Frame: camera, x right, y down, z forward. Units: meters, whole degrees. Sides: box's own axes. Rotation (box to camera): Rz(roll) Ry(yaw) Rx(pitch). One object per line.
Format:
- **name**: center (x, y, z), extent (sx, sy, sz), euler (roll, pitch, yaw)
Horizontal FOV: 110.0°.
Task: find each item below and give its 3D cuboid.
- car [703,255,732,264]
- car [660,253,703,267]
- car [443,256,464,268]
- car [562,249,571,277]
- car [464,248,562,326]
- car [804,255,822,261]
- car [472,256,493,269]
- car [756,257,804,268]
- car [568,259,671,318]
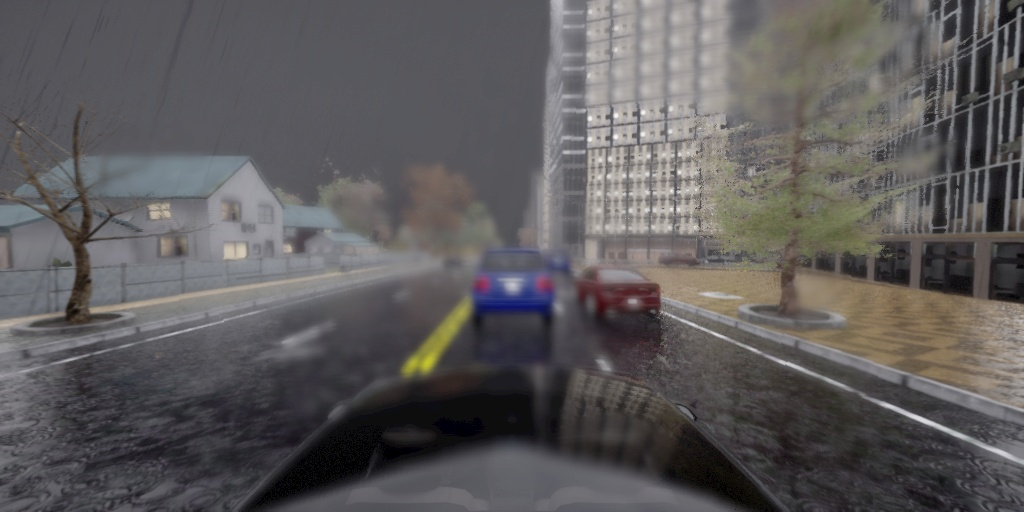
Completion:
- **car**: center (31.075, 0.538, 54.863), extent (4.403, 1.370, 2.007), euler (0, 0, 20)
- **car**: center (23.039, 0.556, 49.423), extent (5.009, 1.841, 2.192), euler (0, 0, 20)
- **car**: center (-6.540, 0.662, 40.706), extent (1.895, 1.301, 4.718), euler (0, 1, 0)
- **car**: center (3.326, 0.493, 28.292), extent (2.150, 2.045, 5.566), euler (0, 1, 0)
- **car**: center (0.048, 0.797, 11.086), extent (2.150, 2.045, 5.566), euler (0, 1, 1)
- **car**: center (39.005, 0.792, 43.570), extent (5.009, 1.841, 2.192), euler (0, 0, 20)
- **car**: center (-3.290, 0.662, 40.708), extent (1.895, 1.301, 4.718), euler (0, 1, 0)
- **car**: center (33.683, 0.944, 45.521), extent (4.507, 1.381, 1.888), euler (0, 0, 20)
- **car**: center (3.310, 1.038, 12.103), extent (1.882, 1.535, 5.008), euler (0, 1, 1)
